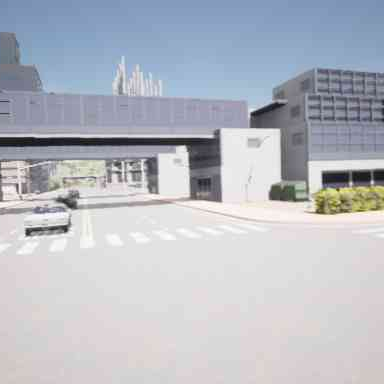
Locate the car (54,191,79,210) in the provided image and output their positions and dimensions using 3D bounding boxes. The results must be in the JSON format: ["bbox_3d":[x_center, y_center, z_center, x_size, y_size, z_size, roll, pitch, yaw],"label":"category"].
[{"bbox_3d":[-11.888,0.934,31.228,1.994,1.385,4.181,-3,2,-18],"label":"car"}]

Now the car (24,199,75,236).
[{"bbox_3d":[-7.188,1.284,16.848,1.895,1.301,4.718,-3,2,-18],"label":"car"}]

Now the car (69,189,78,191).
[{"bbox_3d":[-20.520,0.296,57.639,2.128,1.511,4.902,-3,2,-18],"label":"car"}]
